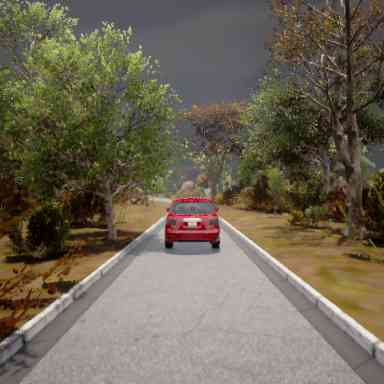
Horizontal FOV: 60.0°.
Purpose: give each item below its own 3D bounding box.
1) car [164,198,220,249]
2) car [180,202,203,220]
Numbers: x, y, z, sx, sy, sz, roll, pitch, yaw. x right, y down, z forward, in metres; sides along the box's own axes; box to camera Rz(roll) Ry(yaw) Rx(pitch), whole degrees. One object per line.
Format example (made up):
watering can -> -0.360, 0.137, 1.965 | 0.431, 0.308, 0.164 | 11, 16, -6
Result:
car -> 0.015, 1.258, 14.687 | 2.150, 2.045, 5.566 | 0, 0, 0
car -> -0.033, 1.619, 29.688 | 1.895, 1.301, 4.718 | 0, 0, 0
